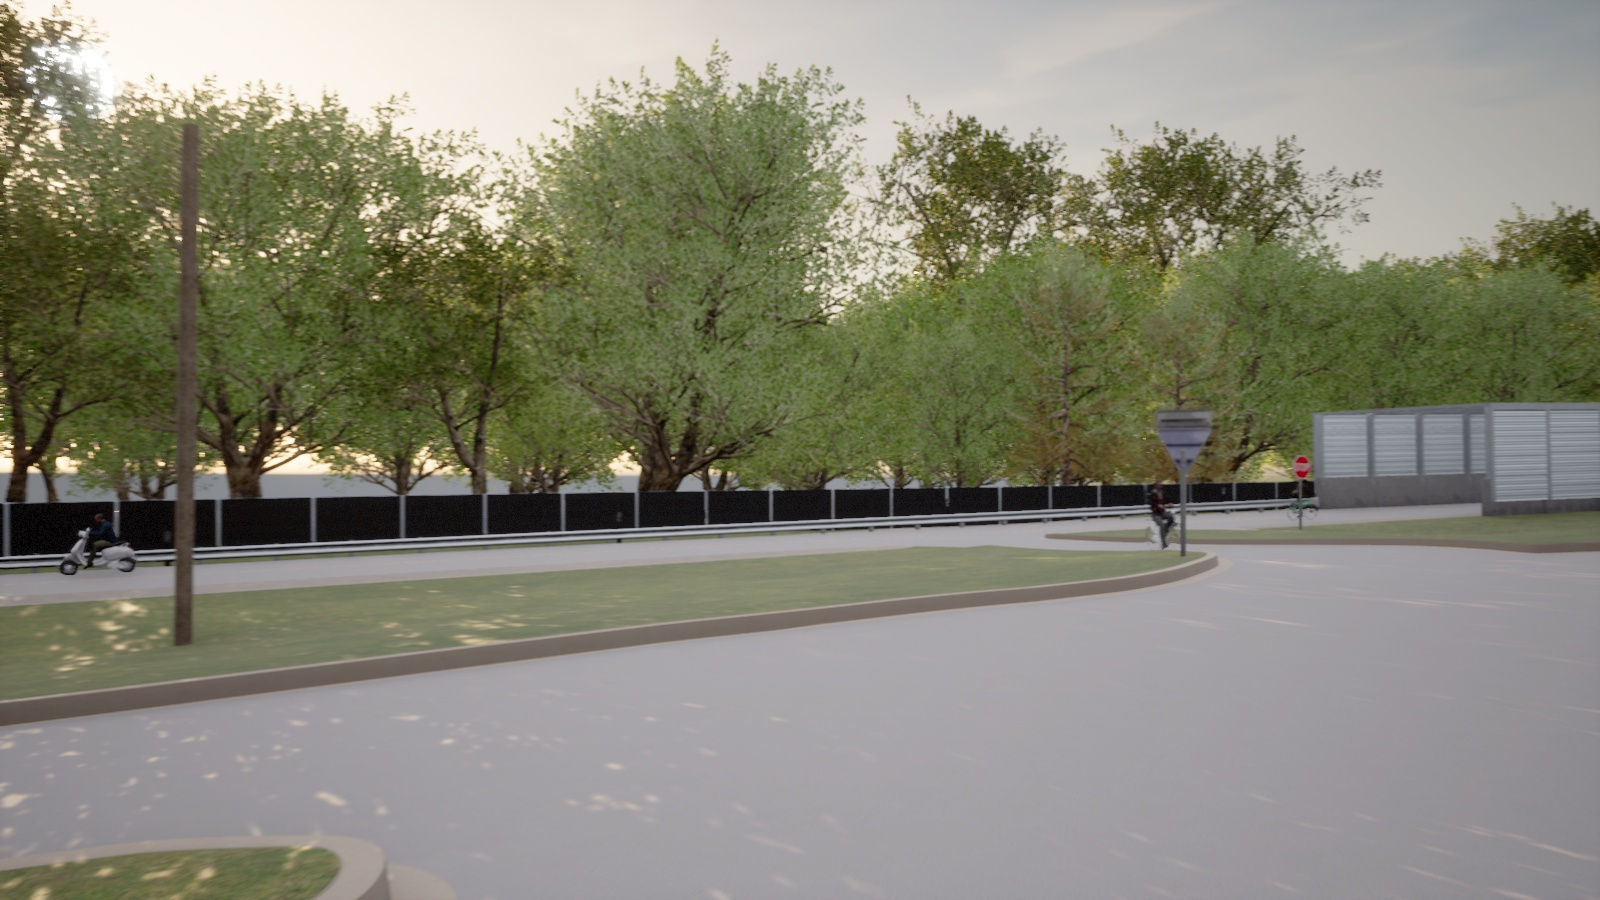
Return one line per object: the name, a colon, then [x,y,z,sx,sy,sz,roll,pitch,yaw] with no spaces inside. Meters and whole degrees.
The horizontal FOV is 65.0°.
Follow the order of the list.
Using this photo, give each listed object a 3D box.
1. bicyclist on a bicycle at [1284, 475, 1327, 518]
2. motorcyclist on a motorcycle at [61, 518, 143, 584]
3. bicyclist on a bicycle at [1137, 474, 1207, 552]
bicyclist on a bicycle: [19.812,1.818,49.177,1.656,1.620,0.582,-1,-1,-27]
motorcyclist on a motorcycle: [-18.231,2.616,32.836,1.817,1.590,0.866,-1,0,-28]
bicyclist on a bicycle: [8.916,1.529,30.191,0.659,1.776,1.843,-3,-4,-13]
